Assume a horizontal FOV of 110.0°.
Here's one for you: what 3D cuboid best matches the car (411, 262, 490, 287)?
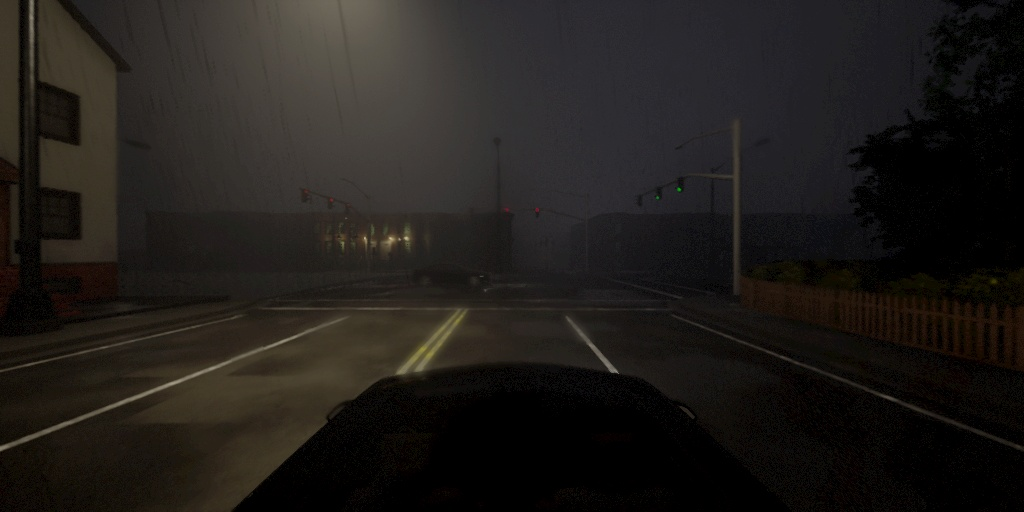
[{"bbox_3d":[-3.926,1.167,23.172,5.008,1.535,1.882,1,0,0],"label":"car"}]
